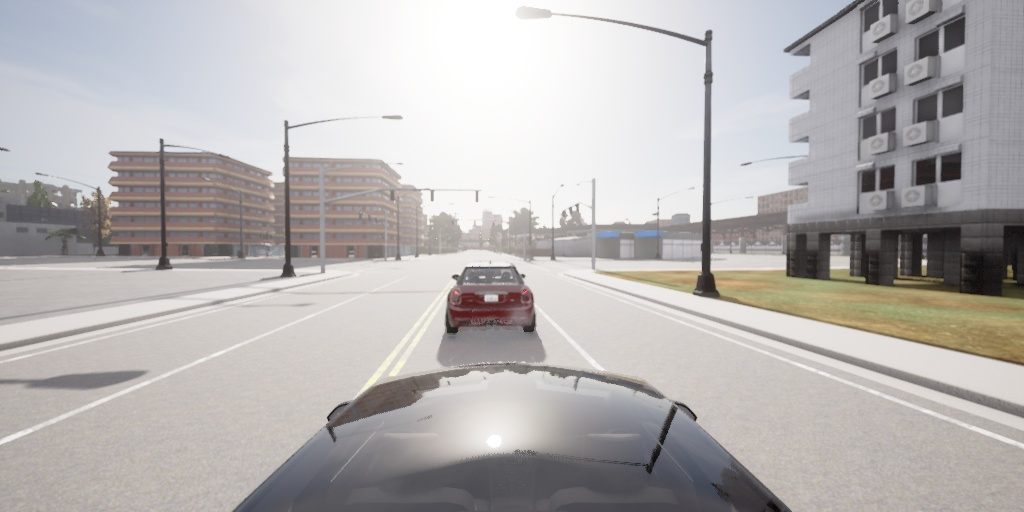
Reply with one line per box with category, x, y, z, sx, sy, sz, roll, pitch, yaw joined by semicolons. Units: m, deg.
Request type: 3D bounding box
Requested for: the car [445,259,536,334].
car;-0.639;0.919;10.131;2.097;1.767;4.553;0;1;-5
